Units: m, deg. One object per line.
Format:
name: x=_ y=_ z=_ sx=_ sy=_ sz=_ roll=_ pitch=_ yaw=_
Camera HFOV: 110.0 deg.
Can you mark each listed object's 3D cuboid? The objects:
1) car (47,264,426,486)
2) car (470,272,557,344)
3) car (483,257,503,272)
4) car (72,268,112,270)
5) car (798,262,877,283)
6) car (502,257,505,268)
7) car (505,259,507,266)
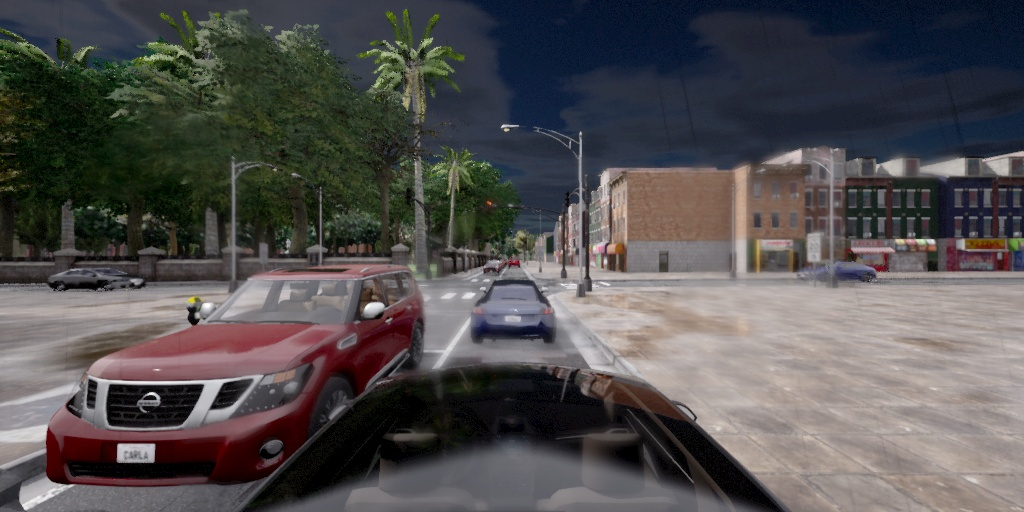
car: x=-2.621 y=1.064 z=5.030 sx=2.192 sy=1.841 sz=5.009 roll=0 pitch=0 yaw=0
car: x=0.045 y=1.314 z=9.644 sx=1.994 sy=1.385 sz=4.181 roll=0 pitch=0 yaw=1
car: x=-2.385 y=1.254 z=43.175 sx=1.967 sy=1.591 sz=4.097 roll=0 pitch=0 yaw=0
car: x=-25.985 y=1.494 z=22.550 sx=4.902 sy=1.511 sz=2.128 roll=-1 pitch=0 yaw=0
car: x=22.861 y=1.121 z=25.254 sx=4.674 sy=1.442 sz=1.812 roll=0 pitch=0 yaw=0
car: x=-2.349 y=1.275 z=48.863 sx=1.967 sy=1.591 sz=4.097 roll=0 pitch=0 yaw=0
car: x=-2.280 y=1.465 z=60.240 sx=1.802 sy=1.307 sz=4.207 roll=0 pitch=0 yaw=0
